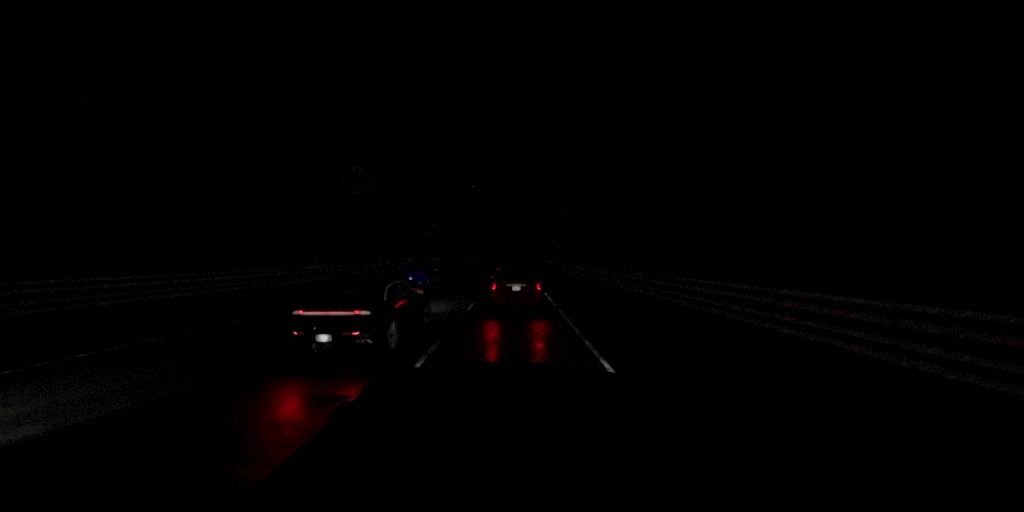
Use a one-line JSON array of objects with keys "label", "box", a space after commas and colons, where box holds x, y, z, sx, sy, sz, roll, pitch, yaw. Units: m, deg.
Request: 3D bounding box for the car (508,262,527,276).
[{"label": "car", "box": [0.711, 1.463, 40.896, 2.033, 1.411, 5.357, 0, 0, 2]}]

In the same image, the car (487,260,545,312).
[{"label": "car", "box": [0.171, 1.169, 14.690, 2.097, 1.767, 4.553, 0, 0, 1]}]

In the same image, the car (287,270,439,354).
[{"label": "car", "box": [-3.378, 1.275, 8.880, 2.128, 1.511, 4.902, 0, 0, 0]}]

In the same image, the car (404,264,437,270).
[{"label": "car", "box": [-6.661, 1.344, 26.194, 1.882, 1.535, 5.008, 0, 0, 1]}]
